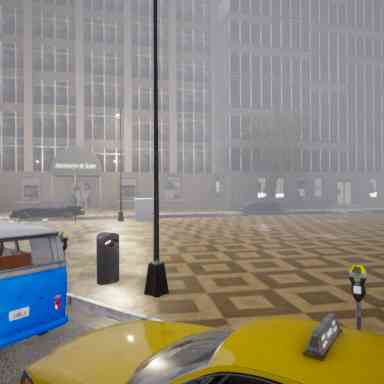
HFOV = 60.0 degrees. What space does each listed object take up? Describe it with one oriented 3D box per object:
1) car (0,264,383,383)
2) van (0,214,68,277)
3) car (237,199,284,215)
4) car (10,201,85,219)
[{"bbox_3d":[0.627,1.526,2.279,4.829,1.417,1.752,0,0,35],"label":"car"},{"bbox_3d":[-3.745,1.343,5.387,3.998,1.788,1.690,0,0,35],"label":"van"},{"bbox_3d":[6.270,1.307,30.371,4.181,1.385,1.994,0,0,-14],"label":"car"},{"bbox_3d":[-11.097,1.427,25.808,5.357,1.411,2.033,0,0,-19],"label":"car"}]
